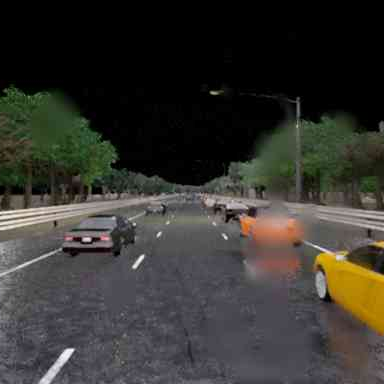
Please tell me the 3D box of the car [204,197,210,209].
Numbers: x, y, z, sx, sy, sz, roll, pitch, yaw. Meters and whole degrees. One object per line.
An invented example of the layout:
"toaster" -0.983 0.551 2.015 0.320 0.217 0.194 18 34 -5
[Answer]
"car" 3.248 1.786 48.636 1.895 1.301 4.718 0 0 0

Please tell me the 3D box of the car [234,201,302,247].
"car" 3.470 1.412 15.578 2.097 1.767 4.553 0 0 0

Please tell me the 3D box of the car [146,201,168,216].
"car" -3.555 1.623 34.044 2.128 1.511 4.902 0 0 0

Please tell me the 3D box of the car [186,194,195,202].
"car" -0.458 1.659 79.719 1.837 1.490 4.892 0 0 0

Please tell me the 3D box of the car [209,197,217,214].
"car" 3.322 1.622 37.607 1.882 1.535 5.008 0 0 0

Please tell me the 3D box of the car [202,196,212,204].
"car" 3.101 1.741 70.606 1.882 1.535 5.008 0 0 0

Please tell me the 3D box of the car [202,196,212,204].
"car" 3.175 1.576 59.576 2.097 1.767 4.553 0 0 0

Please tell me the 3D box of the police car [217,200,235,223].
"police car" 3.395 1.529 26.717 1.930 1.638 5.238 0 0 0

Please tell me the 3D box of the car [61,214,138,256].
"car" -3.422 1.599 13.288 2.033 1.411 5.357 0 0 0

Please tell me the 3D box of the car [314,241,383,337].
"car" 3.600 1.499 5.346 1.882 1.535 5.008 0 0 0
